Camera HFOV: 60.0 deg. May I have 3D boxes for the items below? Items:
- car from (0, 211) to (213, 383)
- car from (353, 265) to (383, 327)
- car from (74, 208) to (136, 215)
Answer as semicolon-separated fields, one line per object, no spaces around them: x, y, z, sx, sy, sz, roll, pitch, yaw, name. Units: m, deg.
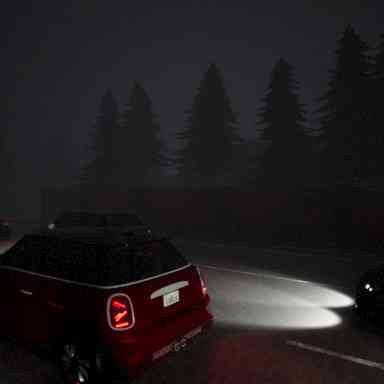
-1.989;1.352;5.404;4.553;1.767;2.097;0;0;35;car
4.726;1.564;4.917;4.181;1.385;1.994;0;0;36;car
-3.408;1.352;10.716;4.553;1.767;2.097;0;0;35;car
